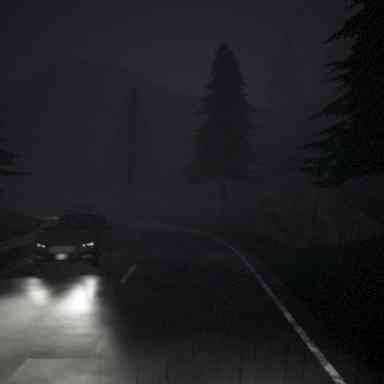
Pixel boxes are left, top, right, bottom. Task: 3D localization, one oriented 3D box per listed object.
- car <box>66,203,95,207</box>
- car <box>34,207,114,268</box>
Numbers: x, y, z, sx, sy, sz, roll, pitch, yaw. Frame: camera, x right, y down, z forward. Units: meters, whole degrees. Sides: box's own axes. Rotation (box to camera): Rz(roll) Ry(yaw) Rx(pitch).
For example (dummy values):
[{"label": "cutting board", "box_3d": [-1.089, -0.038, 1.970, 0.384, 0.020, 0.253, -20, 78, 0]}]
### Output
[{"label": "car", "box_3d": [-9.368, 1.580, 27.613, 4.181, 1.385, 1.994, 0, 0, 36]}, {"label": "car", "box_3d": [-3.847, 1.499, 11.503, 2.128, 1.511, 4.902, 0, 0, -7]}]
